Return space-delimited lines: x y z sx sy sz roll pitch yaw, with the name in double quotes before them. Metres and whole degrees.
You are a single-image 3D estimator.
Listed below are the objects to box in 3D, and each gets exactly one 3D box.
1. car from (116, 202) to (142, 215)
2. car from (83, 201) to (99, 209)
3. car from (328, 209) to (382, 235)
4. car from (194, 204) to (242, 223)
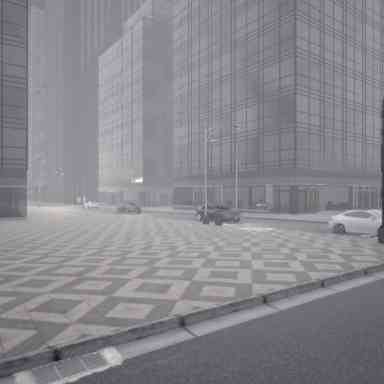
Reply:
"car" -8.124 2.089 42.451 1.837 1.490 4.892 0 -1 -36
"car" -19.182 2.476 63.100 1.812 1.442 4.674 0 -1 -36
"car" 9.420 1.635 17.423 1.812 1.442 4.674 0 -1 -30
"car" 2.128 1.813 28.287 1.837 1.490 4.892 0 0 -36
